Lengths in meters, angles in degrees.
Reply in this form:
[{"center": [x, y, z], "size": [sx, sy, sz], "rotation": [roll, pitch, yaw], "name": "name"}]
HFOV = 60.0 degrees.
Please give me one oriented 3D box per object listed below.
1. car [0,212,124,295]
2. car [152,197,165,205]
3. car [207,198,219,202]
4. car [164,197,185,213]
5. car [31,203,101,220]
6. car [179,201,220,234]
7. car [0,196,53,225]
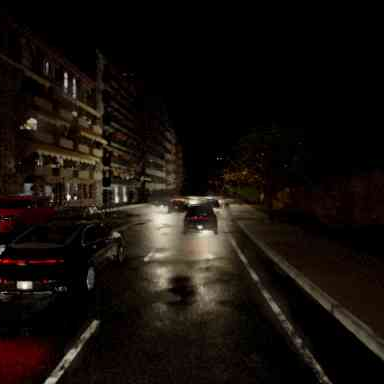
[{"center": [-3.098, 1.508, 8.694], "size": [1.837, 1.490, 4.892], "rotation": [0, 0, 1], "name": "car"}, {"center": [-5.830, 1.640, 59.572], "size": [1.837, 1.490, 4.892], "rotation": [0, 0, 7], "name": "car"}, {"center": [3.267, 1.669, 51.753], "size": [1.994, 1.385, 4.181], "rotation": [0, 0, 6], "name": "car"}, {"center": [-1.473, 1.619, 37.269], "size": [1.994, 1.385, 4.181], "rotation": [0, 0, 5], "name": "car"}, {"center": [-6.212, 1.504, 17.905], "size": [2.128, 1.511, 4.902], "rotation": [0, 0, 3], "name": "car"}, {"center": [0.526, 1.517, 19.170], "size": [1.837, 1.490, 4.892], "rotation": [0, 0, 3], "name": "car"}, {"center": [-9.461, 1.233, 18.181], "size": [2.150, 2.045, 5.566], "rotation": [0, 0, 3], "name": "car"}]
